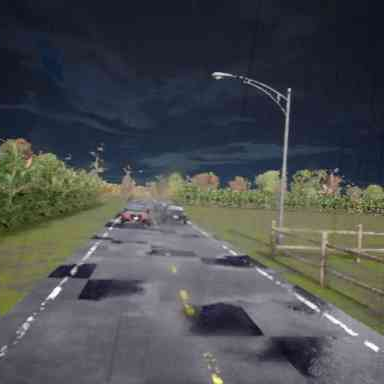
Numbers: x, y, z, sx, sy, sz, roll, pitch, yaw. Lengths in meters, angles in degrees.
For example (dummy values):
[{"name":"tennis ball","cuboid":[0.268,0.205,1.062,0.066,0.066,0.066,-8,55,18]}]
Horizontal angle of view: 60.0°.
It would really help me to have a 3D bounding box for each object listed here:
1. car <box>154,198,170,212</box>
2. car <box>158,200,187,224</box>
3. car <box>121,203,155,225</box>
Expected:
[{"name":"car","cuboid":[-3.385,1.467,39.311,2.097,1.767,4.553,4,-1,-8]},{"name":"car","cuboid":[-1.474,1.663,26.409,1.812,1.442,4.674,4,0,-8]},{"name":"car","cuboid":[-3.919,1.517,23.610,1.994,1.385,4.181,4,0,-8]}]
